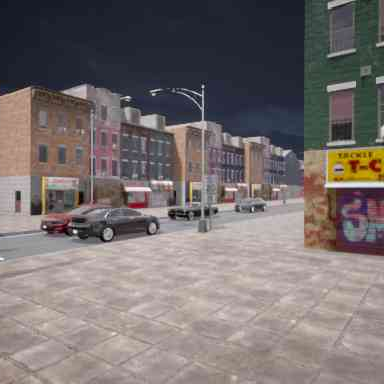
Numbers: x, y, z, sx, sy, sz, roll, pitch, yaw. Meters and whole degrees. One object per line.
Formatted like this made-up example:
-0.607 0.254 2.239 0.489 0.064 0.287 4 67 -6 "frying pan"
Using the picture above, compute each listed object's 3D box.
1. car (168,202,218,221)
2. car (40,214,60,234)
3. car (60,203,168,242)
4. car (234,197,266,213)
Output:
0.124 1.473 26.280 1.895 1.301 4.718 0 0 36 "car"
-5.702 1.403 18.125 1.882 1.535 5.008 0 0 34 "car"
-3.586 1.443 16.197 1.837 1.490 4.892 0 0 36 "car"
6.157 1.323 34.670 1.837 1.490 4.892 0 0 36 "car"
